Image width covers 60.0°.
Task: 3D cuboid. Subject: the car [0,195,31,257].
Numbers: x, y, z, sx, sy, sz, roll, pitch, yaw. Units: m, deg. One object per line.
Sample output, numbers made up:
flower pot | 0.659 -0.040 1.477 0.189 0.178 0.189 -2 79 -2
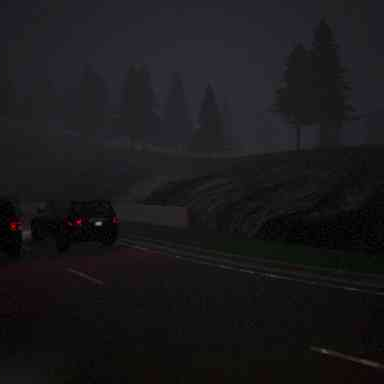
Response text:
car | -7.852 1.258 12.056 2.150 2.045 5.566 0 0 -40

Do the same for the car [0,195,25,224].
car | -15.345 1.258 25.803 5.566 2.045 2.150 0 0 38

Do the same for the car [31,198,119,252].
car | -5.177 1.258 14.314 2.150 2.045 5.566 0 0 -40
